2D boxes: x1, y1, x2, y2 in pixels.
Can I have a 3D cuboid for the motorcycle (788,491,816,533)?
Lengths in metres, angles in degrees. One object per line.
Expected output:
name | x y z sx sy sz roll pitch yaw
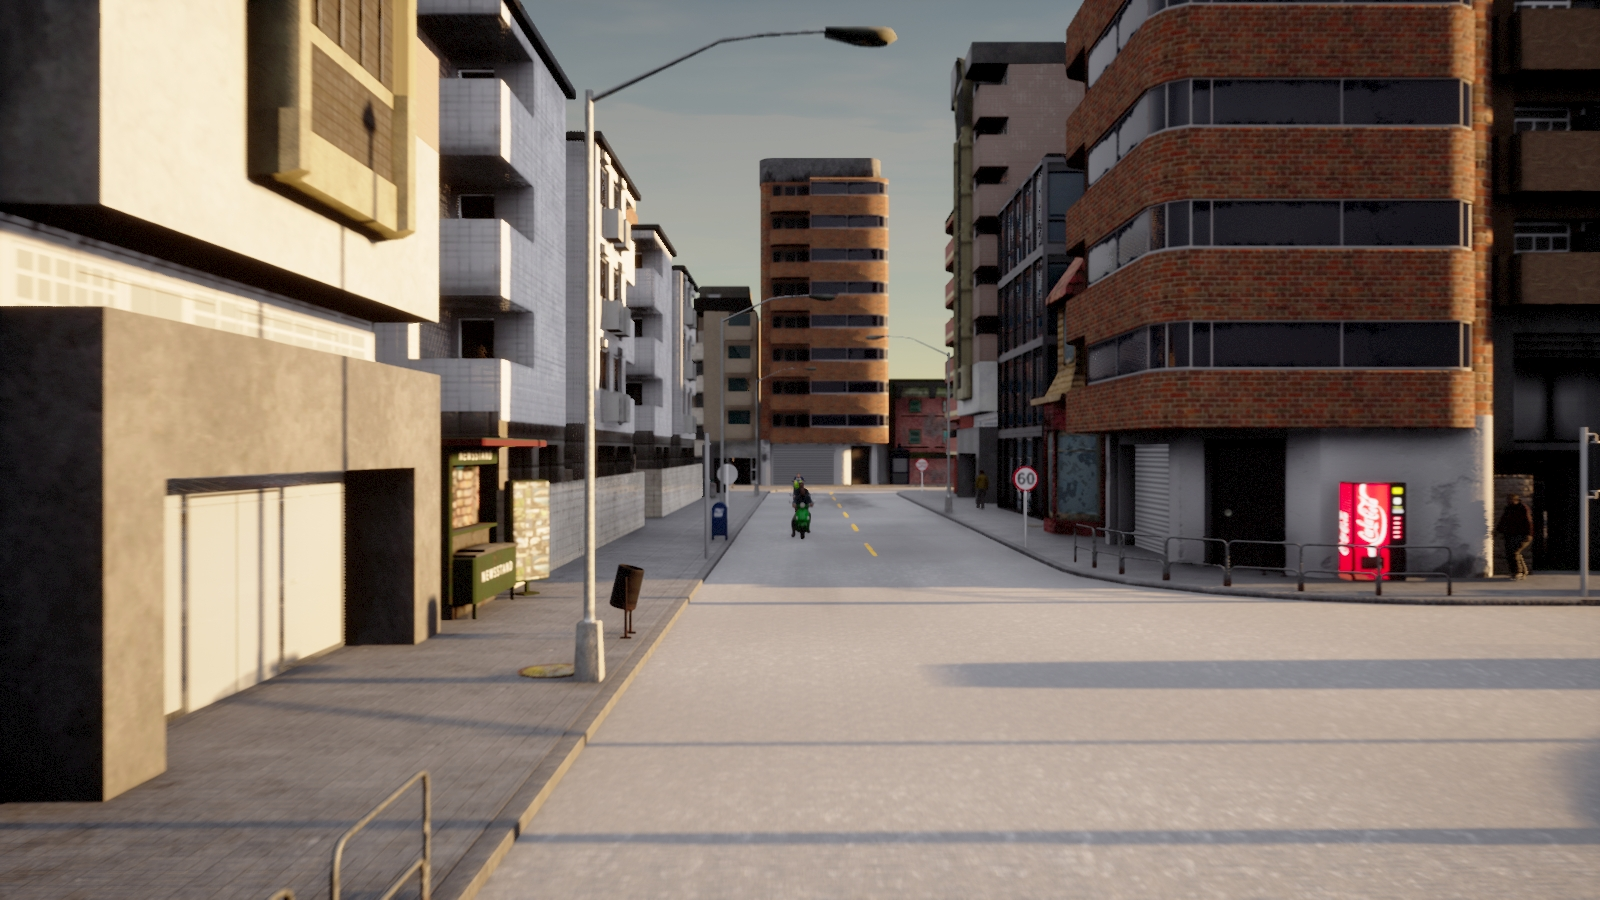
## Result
motorcycle | 0.069 1.962 36.423 0.856 1.236 1.805 0 0 0

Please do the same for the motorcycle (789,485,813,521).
motorcycle | 0.035 1.962 42.350 0.856 1.236 1.805 0 0 0

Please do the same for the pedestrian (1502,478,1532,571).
pedestrian | 14.657 1.516 23.361 0.375 1.860 0.375 0 0 -10

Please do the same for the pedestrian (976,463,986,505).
pedestrian | 8.139 1.523 51.435 0.375 1.860 0.375 0 0 -8

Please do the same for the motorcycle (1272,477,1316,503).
motorcycle | 24.402 1.962 56.482 1.805 1.236 0.856 0 0 2
